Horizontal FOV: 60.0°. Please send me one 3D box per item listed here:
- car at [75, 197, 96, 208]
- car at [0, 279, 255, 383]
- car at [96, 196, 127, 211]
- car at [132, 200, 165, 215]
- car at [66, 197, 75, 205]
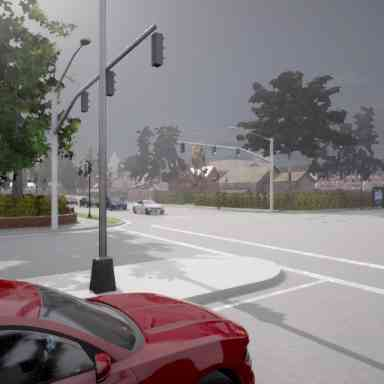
[{"bbox_3d":[-15.214,1.505,49.045,1.837,1.490,4.892,0,0,-36],"label":"car"},{"bbox_3d":[-1.684,1.478,2.567,5.008,1.535,1.882,0,0,-35],"label":"car"},{"bbox_3d":[-9.820,1.352,41.591,2.097,1.767,4.553,0,0,-36],"label":"car"},{"bbox_3d":[-4.613,1.526,34.387,1.812,1.442,4.674,0,0,-35],"label":"car"},{"bbox_3d":[-21.012,1.564,57.108,1.994,1.385,4.181,0,0,-34],"label":"car"}]
